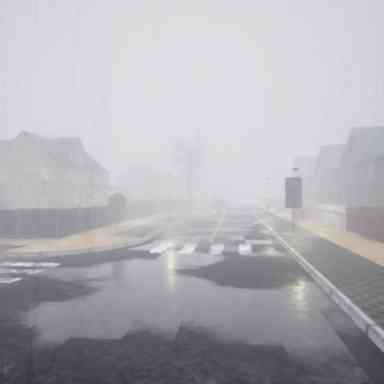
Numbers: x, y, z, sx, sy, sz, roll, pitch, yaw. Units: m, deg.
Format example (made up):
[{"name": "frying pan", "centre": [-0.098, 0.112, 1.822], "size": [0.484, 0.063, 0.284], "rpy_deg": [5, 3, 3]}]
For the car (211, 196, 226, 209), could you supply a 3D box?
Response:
[{"name": "car", "centre": [4.521, 1.707, 55.871], "size": [2.150, 2.045, 5.566], "rpy_deg": [0, -1, 7]}]
